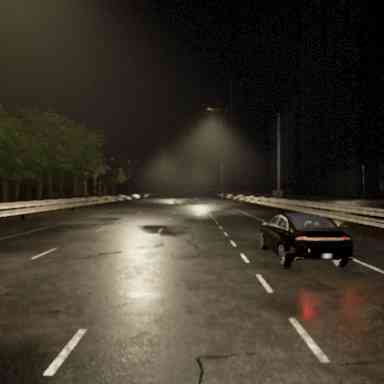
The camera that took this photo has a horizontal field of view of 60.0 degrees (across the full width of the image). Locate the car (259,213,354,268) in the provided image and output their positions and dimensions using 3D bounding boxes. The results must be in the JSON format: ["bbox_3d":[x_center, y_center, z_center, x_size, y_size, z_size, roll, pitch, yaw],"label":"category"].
[{"bbox_3d":[3.502,1.435,11.047,2.128,1.511,4.902,0,0,0],"label":"car"}]
